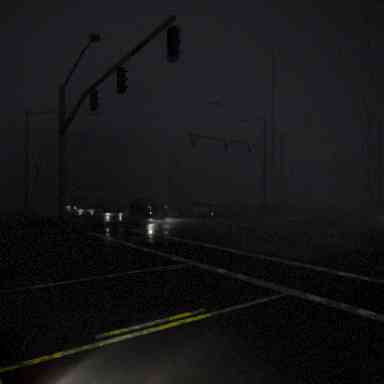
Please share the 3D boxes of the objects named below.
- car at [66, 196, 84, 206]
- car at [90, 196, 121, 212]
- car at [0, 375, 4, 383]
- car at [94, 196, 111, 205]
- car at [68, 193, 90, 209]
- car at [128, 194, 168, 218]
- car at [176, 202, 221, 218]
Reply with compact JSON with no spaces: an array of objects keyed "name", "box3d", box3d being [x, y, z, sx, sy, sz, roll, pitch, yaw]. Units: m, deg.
[{"name":"car","box3d":[-19.602,1.491,56.030,2.128,1.511,4.902,0,0,-10]},{"name":"car","box3d":[-9.832,1.526,38.456,1.812,1.442,4.674,0,0,-36]},{"name":"car","box3d":[-3.664,1.547,1.195,5.357,1.411,2.033,0,0,-35]},{"name":"car","box3d":[-16.523,1.525,61.485,1.812,1.442,4.674,0,0,0]},{"name":"car","box3d":[-15.569,1.221,46.641,2.150,2.045,5.566,0,0,-33]},{"name":"car","box3d":[-4.054,1.352,30.447,2.097,1.767,4.553,0,0,-36]},{"name":"car","box3d":[0.447,1.601,30.533,1.895,1.301,4.718,0,0,-36]}]
